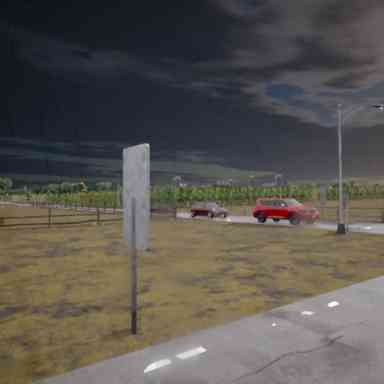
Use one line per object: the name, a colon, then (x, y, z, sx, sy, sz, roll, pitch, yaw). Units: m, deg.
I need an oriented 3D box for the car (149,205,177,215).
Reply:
car: (-3.818, 2.264, 42.617, 1.895, 1.301, 4.718, 0, -1, -36)

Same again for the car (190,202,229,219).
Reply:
car: (1.773, 1.829, 34.862, 2.097, 1.767, 4.553, 0, -1, -36)

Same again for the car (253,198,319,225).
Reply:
car: (7.446, 1.512, 26.990, 2.150, 2.045, 5.566, 0, -1, -36)
